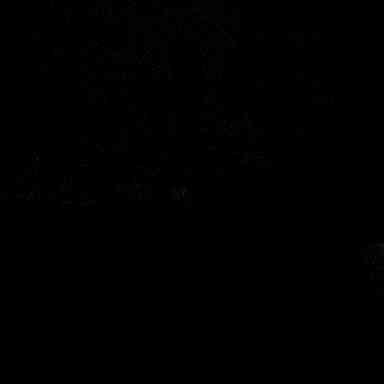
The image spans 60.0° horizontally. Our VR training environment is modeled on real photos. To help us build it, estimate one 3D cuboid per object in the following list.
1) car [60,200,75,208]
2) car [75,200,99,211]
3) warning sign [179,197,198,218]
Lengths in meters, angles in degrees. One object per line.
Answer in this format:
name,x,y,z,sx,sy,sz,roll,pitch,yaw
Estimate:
car,-20.317,1.916,54.765,1.994,1.385,4.181,1,-1,-35
car,-14.501,1.841,46.553,1.812,1.442,4.674,1,-1,-34
warning sign,-0.316,1.392,30.527,1.300,1.860,1.060,1,-1,-35
